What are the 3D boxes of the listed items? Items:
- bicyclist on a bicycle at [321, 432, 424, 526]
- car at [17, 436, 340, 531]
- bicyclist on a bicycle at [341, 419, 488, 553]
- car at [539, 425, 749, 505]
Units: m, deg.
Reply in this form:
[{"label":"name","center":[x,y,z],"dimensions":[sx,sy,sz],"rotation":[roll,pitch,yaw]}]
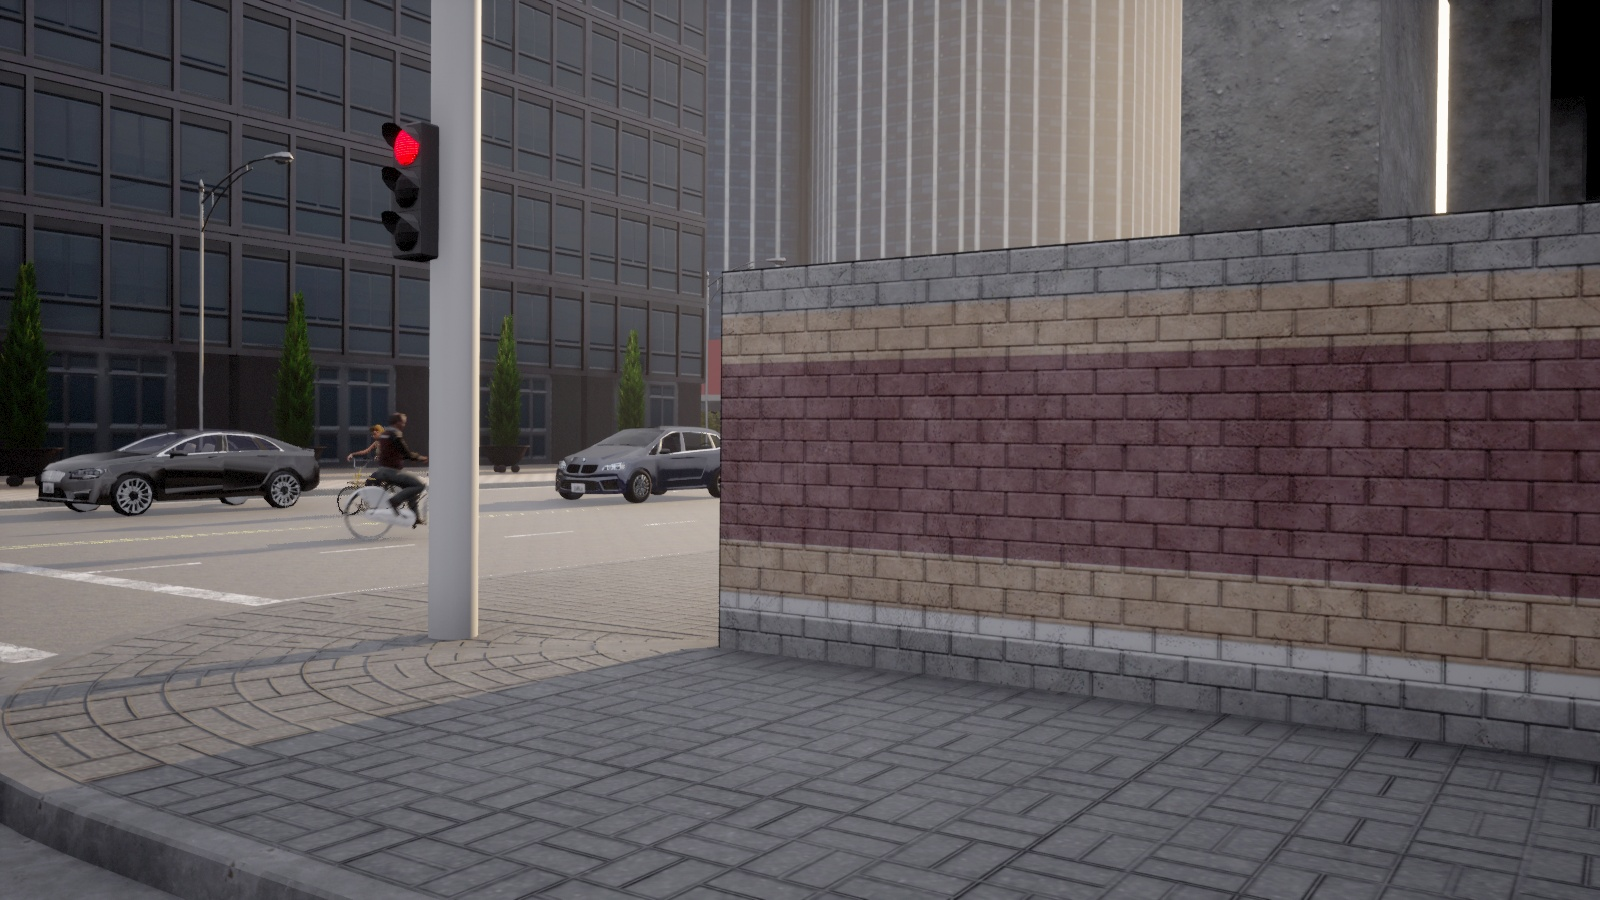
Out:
[{"label":"bicyclist on a bicycle","center":[-7.597,0.487,22.361],"dimensions":[0.866,1.612,1.509],"rotation":[0,1,34]},{"label":"car","center":[-11.276,0.529,23.165],"dimensions":[2.128,1.511,4.902],"rotation":[0,1,34]},{"label":"bicyclist on a bicycle","center":[-5.385,0.465,17.629],"dimensions":[1.843,1.776,0.659],"rotation":[-2,1,-42]},{"label":"car","center":[-3.441,0.272,28.584],"dimensions":[2.242,1.667,4.611],"rotation":[0,1,34]}]
